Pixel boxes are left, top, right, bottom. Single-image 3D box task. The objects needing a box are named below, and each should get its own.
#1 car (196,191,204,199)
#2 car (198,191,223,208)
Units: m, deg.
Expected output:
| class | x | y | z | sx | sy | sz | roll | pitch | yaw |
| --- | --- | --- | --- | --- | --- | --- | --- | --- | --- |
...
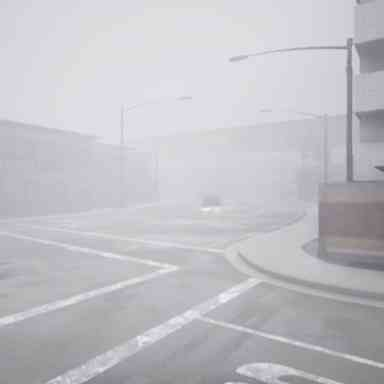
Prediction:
| class | x | y | z | sx | sy | sz | roll | pitch | yaw |
| --- | --- | --- | --- | --- | --- | --- | --- | --- | --- |
| car | 2.120 | 0.601 | 57.046 | 1.837 | 1.490 | 4.892 | 0 | 0 | -15 |
| car | 2.275 | 0.929 | 36.575 | 1.994 | 1.385 | 4.181 | 0 | 2 | 12 |
